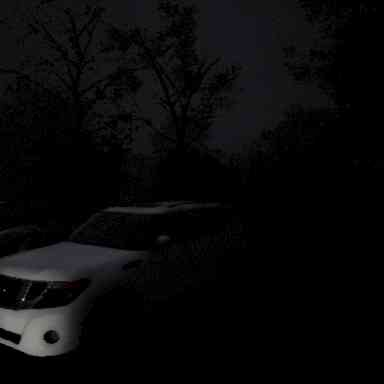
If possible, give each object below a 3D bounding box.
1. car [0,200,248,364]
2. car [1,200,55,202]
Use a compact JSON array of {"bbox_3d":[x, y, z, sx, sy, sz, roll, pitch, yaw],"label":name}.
[{"bbox_3d":[-0.884,1.233,6.424,2.435,2.045,5.566,-1,0,35],"label":"car"},{"bbox_3d":[-5.345,1.268,9.576,2.435,2.045,5.566,-1,0,35],"label":"car"}]
